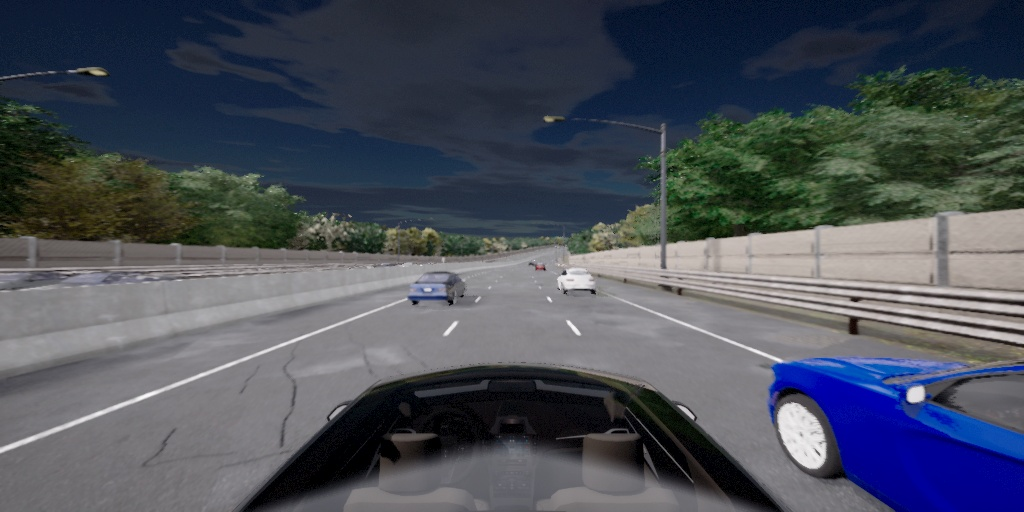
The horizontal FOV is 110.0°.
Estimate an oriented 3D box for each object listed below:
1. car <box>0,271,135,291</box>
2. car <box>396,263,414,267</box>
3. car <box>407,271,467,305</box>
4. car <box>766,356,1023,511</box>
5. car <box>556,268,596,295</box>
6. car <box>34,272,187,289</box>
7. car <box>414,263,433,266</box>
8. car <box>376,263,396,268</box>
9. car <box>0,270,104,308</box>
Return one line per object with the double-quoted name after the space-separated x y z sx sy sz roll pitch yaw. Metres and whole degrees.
-17.529 1.362 15.573 2.033 1.411 5.357 0 0 1 "car"
-16.309 1.779 57.084 1.812 1.442 4.674 0 -1 3 "car"
-3.319 1.406 16.712 2.033 1.411 5.357 0 -1 1 "car"
3.608 1.236 1.727 1.882 1.535 5.008 0 0 0 "car"
3.749 1.445 21.368 1.812 1.442 4.674 0 -1 1 "car"
-14.046 1.409 13.673 1.895 1.301 4.718 0 0 1 "car"
-12.921 1.798 54.757 1.994 1.385 4.181 0 -1 3 "car"
-19.800 1.794 57.244 2.033 1.411 5.357 0 -1 3 "car"
-21.021 1.369 15.502 1.994 1.385 4.181 0 0 1 "car"
